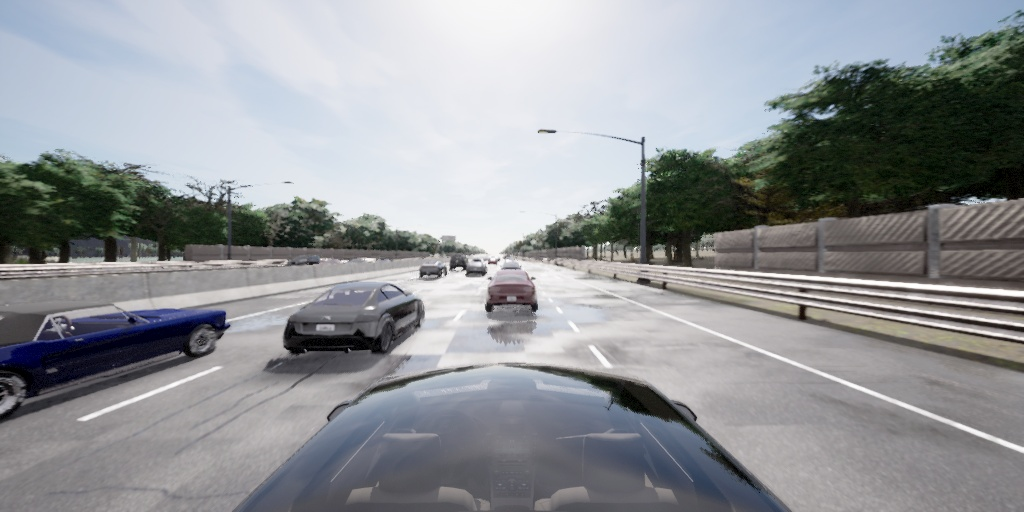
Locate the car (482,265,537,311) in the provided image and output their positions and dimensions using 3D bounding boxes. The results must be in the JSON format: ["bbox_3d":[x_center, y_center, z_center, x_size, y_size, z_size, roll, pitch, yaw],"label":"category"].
[{"bbox_3d":[-0.018,1.265,14.348,1.812,1.442,4.674,0,0,0],"label":"car"}]

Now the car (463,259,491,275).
[{"bbox_3d":[-3.634,1.266,37.526,1.994,1.385,4.181,0,0,0],"label":"car"}]

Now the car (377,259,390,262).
[{"bbox_3d":[-17.788,1.211,49.538,1.812,1.442,4.674,0,0,0],"label":"car"}]

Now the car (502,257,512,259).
[{"bbox_3d":[-0.285,1.220,54.301,2.033,1.411,5.357,0,0,-1],"label":"car"}]

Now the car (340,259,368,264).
[{"bbox_3d":[-21.286,1.164,49.397,1.882,1.535,5.008,0,0,0],"label":"car"}]

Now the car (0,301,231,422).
[{"bbox_3d":[-7.001,1.357,5.570,1.895,1.301,4.718,0,0,0],"label":"car"}]

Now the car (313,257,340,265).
[{"bbox_3d":[-24.780,1.213,49.207,1.812,1.442,4.674,0,0,0],"label":"car"}]

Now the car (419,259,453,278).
[{"bbox_3d":[-7.100,1.203,32.735,2.128,1.511,4.902,0,0,0],"label":"car"}]

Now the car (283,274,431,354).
[{"bbox_3d":[-3.506,1.316,8.739,1.994,1.385,4.181,0,0,0],"label":"car"}]

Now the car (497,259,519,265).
[{"bbox_3d":[-0.091,1.238,31.141,1.812,1.442,4.674,0,0,0],"label":"car"}]

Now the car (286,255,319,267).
[{"bbox_3d":[-28.275,0.909,48.960,2.150,2.045,5.566,0,0,0],"label":"car"}]

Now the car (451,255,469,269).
[{"bbox_3d":[-7.237,0.905,49.577,2.150,2.045,5.566,0,0,-1],"label":"car"}]
